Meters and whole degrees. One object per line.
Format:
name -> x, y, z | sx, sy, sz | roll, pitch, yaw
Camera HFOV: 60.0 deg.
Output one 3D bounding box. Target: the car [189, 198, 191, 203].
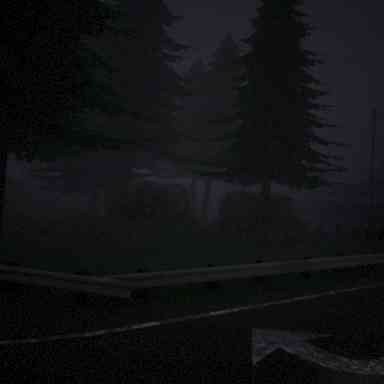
car -> -1.760, 1.331, 46.708 | 2.150, 2.045, 5.566 | 2, 0, -24
